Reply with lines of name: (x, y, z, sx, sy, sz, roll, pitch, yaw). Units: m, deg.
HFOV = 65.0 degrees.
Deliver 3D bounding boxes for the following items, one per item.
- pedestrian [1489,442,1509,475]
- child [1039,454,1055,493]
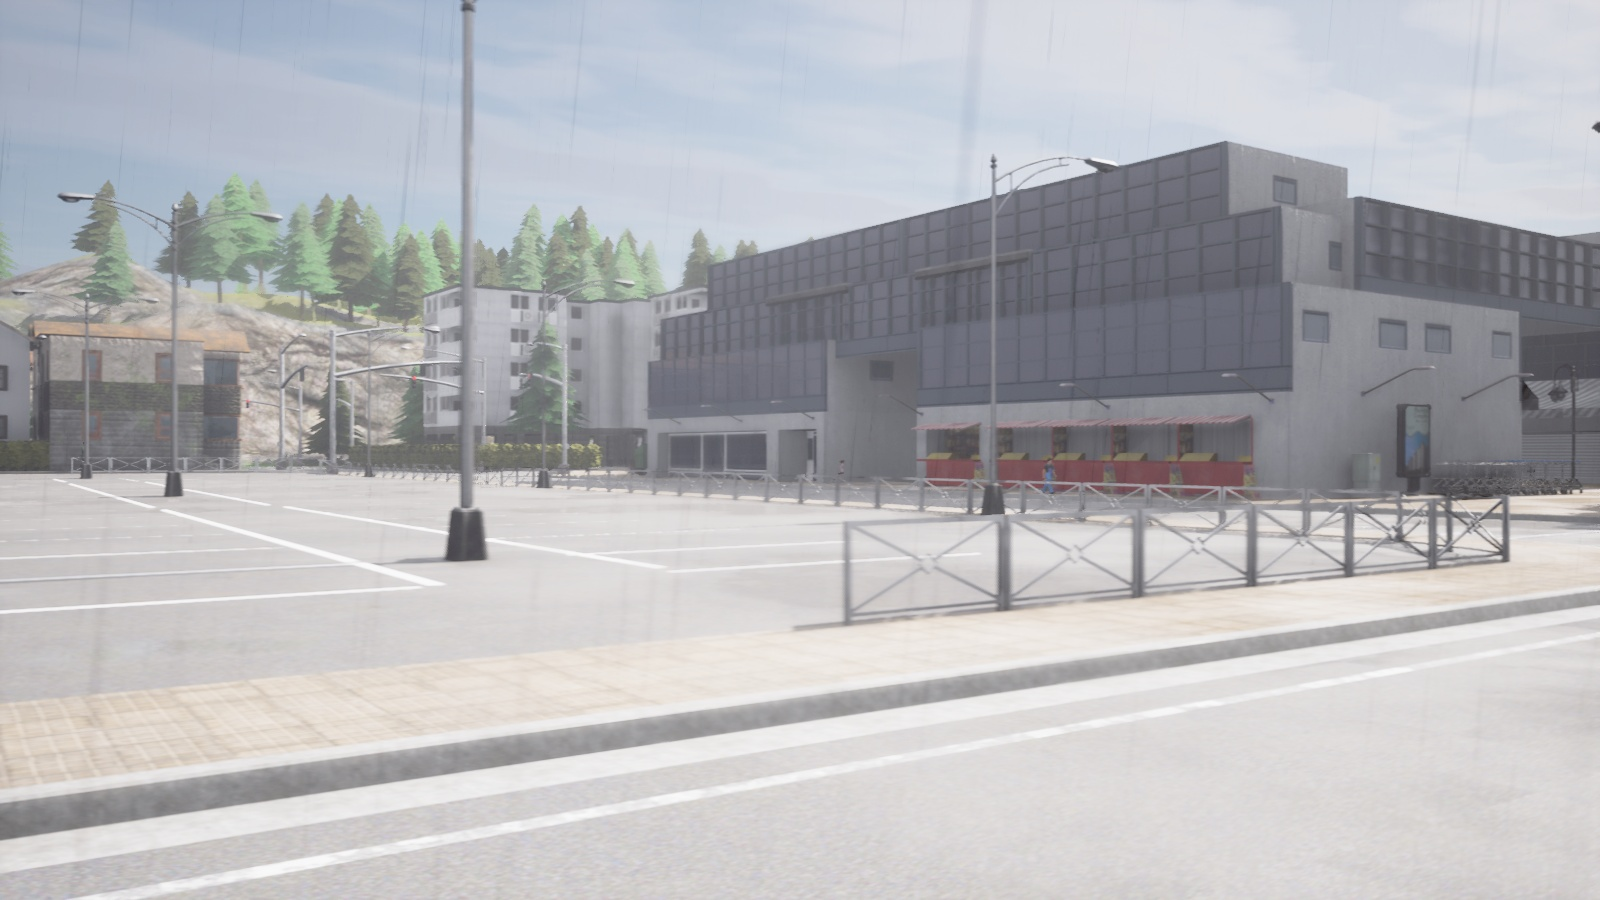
pedestrian: (40.824, 0.484, 73.384, 0.563, 1.883, 0.849, 0, 0, -36)
child: (8.048, 0.754, 40.974, 0.270, 1.263, 0.437, 0, 0, -37)
